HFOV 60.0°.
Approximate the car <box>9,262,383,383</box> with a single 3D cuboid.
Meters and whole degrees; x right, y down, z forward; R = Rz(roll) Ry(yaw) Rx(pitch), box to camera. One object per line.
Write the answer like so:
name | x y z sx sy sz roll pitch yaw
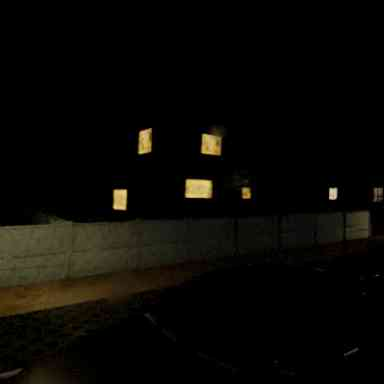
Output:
car | 0.638 1.550 3.404 4.674 1.442 1.812 1 0 -36
